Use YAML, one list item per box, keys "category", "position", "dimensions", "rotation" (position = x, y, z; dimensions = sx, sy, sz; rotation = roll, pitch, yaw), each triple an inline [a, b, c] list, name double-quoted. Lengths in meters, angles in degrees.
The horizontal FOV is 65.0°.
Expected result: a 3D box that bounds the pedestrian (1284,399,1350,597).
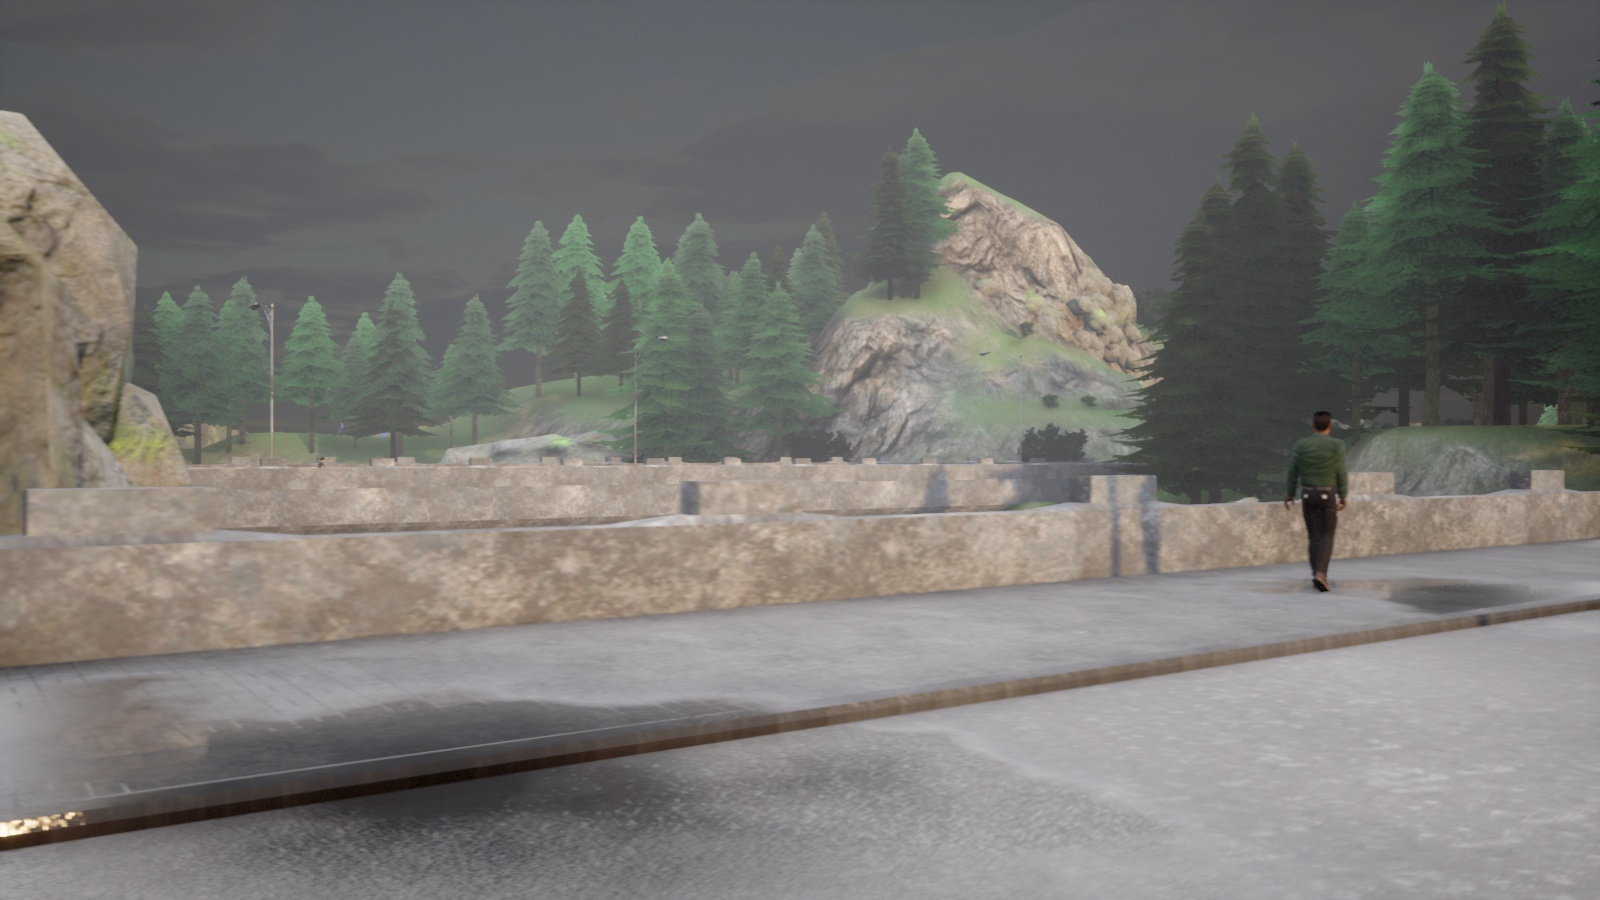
- category: "pedestrian"
  position: [5.275, 0.475, 12.795]
  dimensions: [0.423, 1.949, 0.788]
  rotation: [0, 0, 37]
